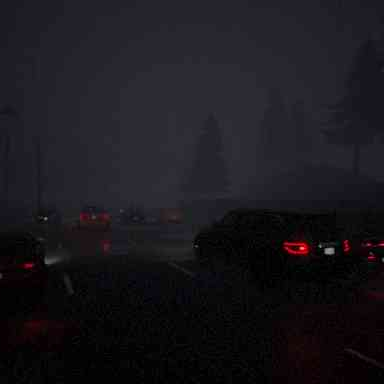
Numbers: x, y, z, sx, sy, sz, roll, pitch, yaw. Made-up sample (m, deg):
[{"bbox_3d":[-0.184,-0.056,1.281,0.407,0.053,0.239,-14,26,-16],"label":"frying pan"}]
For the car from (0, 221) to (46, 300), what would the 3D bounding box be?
[{"bbox_3d":[-4.782,1.665,8.375,1.994,1.385,4.181,2,-1,-25],"label":"car"}]

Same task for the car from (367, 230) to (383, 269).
[{"bbox_3d":[4.906,1.881,12.395,2.128,1.511,4.902,2,-1,-25],"label":"car"}]

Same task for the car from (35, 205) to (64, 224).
[{"bbox_3d":[-12.388,1.913,28.978,1.837,1.490,4.892,1,-1,-16],"label":"car"}]

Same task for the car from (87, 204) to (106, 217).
[{"bbox_3d":[-11.684,2.221,41.090,1.812,1.442,4.674,1,-2,-11],"label":"car"}]

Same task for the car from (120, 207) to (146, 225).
[{"bbox_3d":[-5.331,2.047,29.747,1.882,1.535,5.008,1,-1,-17],"label":"car"}]

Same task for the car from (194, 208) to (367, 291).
[{"bbox_3d":[2.051,1.503,10.194,2.150,2.045,5.566,2,-1,-25],"label":"car"}]

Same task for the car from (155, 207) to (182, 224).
[{"bbox_3d":[-2.315,2.157,31.904,1.882,1.535,5.008,1,-1,-16],"label":"car"}]

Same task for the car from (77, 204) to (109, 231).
[{"bbox_3d":[-7.246,1.758,24.255,2.097,1.767,4.553,2,-1,-19],"label":"car"}]
